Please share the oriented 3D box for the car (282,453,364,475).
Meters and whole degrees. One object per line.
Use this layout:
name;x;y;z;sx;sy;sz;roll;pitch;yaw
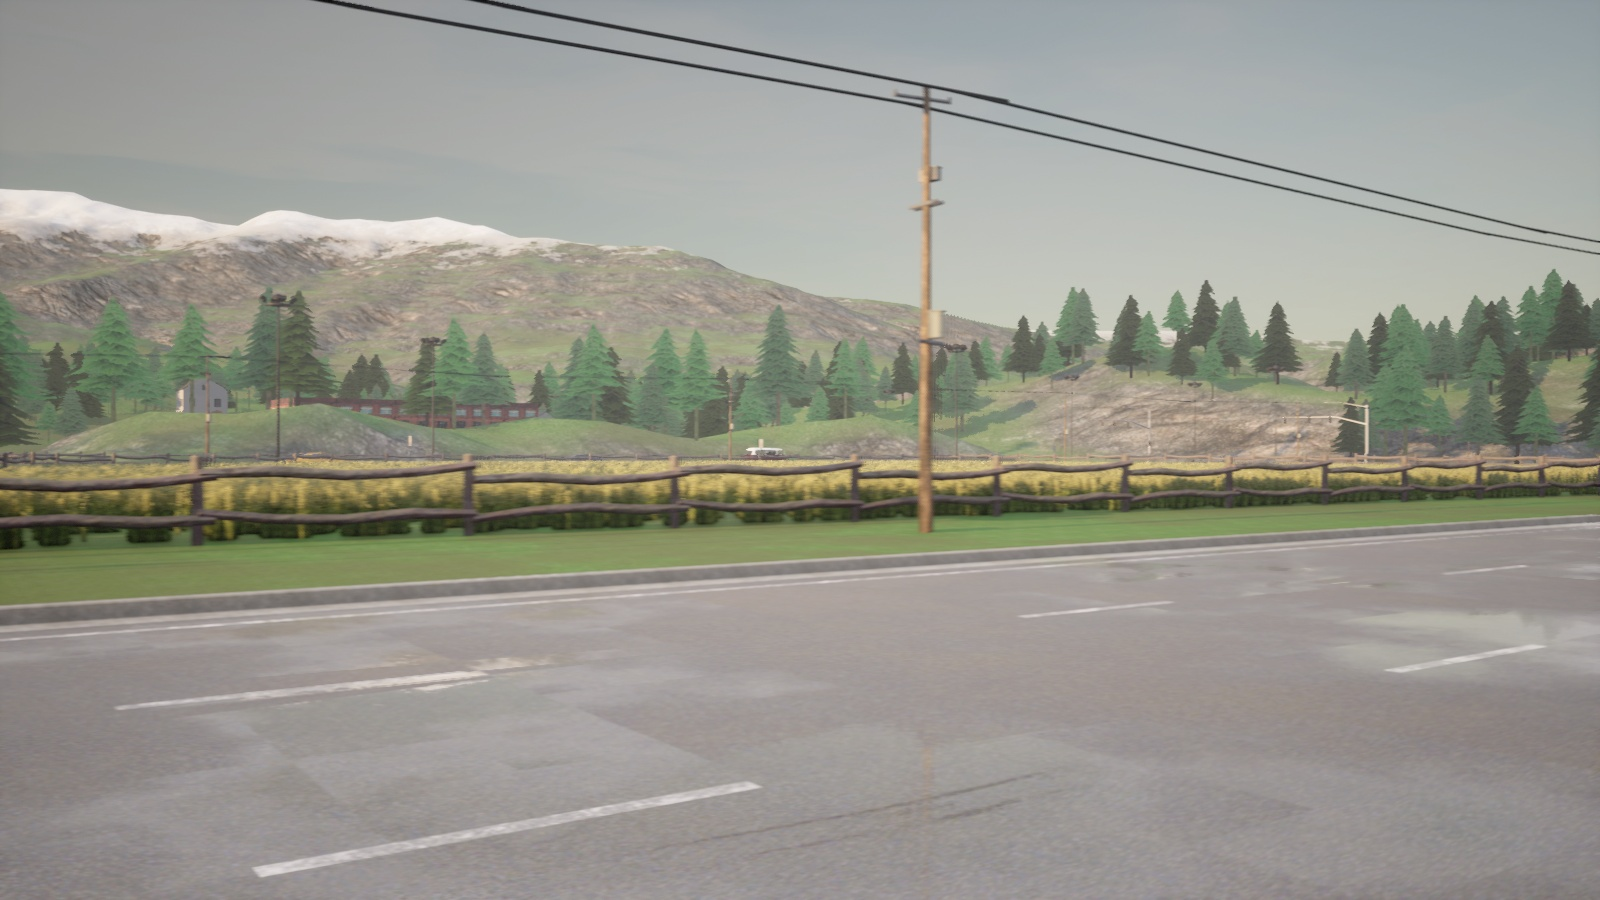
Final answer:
car;-35.094;0.985;92.481;5.366;1.575;1.801;0;0;-35
